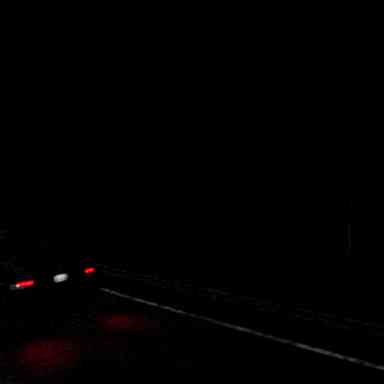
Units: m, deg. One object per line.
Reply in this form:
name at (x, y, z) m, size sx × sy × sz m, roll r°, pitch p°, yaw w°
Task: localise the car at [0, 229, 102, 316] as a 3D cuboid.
car at (-4.238, 1.552, 7.397) m, size 5.357 × 1.411 × 2.033 m, roll 0°, pitch 0°, yaw 39°
